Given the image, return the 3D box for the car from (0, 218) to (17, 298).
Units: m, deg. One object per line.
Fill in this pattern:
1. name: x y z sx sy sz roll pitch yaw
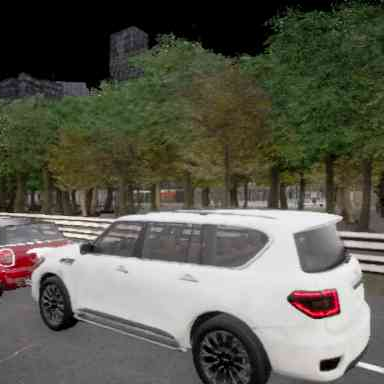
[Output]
1. car: -5.107 1.470 8.826 4.553 1.767 2.097 -1 -1 36

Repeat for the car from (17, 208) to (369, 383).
1. car: -0.290 1.285 5.368 5.566 2.045 2.150 -1 -1 36
